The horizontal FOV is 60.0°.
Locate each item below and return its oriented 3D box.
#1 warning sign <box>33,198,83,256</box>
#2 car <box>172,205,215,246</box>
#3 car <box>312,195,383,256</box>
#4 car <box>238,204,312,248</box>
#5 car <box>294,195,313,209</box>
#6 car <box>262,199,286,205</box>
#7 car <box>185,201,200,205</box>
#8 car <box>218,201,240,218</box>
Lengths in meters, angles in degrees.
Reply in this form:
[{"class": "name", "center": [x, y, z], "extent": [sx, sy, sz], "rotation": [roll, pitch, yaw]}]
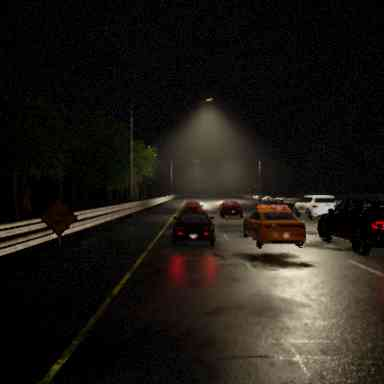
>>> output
[{"class": "warning sign", "center": [-4.546, 1.158, 11.390], "extent": [1.300, 1.860, 1.060], "rotation": [0, 0, 0]}, {"class": "car", "center": [0.072, 1.577, 15.557], "extent": [1.812, 1.442, 4.674], "rotation": [0, 0, 0]}, {"class": "car", "center": [7.061, 1.270, 13.517], "extent": [2.150, 2.045, 5.566], "rotation": [0, 0, 0]}, {"class": "car", "center": [3.566, 1.528, 15.192], "extent": [1.882, 1.535, 5.008], "rotation": [0, 0, -1]}, {"class": "car", "center": [10.559, 1.293, 28.682], "extent": [2.150, 2.045, 5.566], "rotation": [0, 0, 0]}, {"class": "car", "center": [7.061, 1.421, 29.345], "extent": [2.097, 1.767, 4.553], "rotation": [0, 0, 0]}, {"class": "car", "center": [0.069, 1.596, 30.754], "extent": [1.812, 1.442, 4.674], "rotation": [0, 0, 0]}, {"class": "car", "center": [3.571, 1.548, 31.202], "extent": [1.882, 1.535, 5.008], "rotation": [0, 0, 0]}]
